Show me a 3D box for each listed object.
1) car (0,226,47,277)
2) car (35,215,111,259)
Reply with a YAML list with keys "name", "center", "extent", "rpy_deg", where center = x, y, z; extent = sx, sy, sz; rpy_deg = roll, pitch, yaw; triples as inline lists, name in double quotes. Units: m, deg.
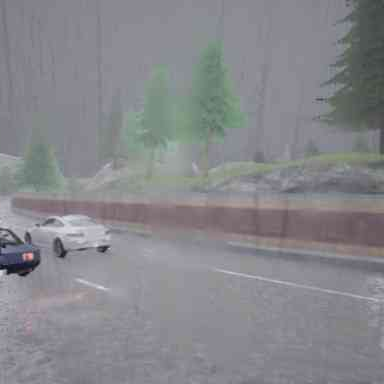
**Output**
- name: "car"
  center: [-6.151, 1.635, 9.400]
  extent: [4.718, 1.301, 1.895]
  rpy_deg: [0, -1, 43]
- name: "car"
  center: [-4.986, 1.616, 13.145]
  extent: [4.674, 1.442, 1.812]
  rpy_deg: [-1, -1, 44]
